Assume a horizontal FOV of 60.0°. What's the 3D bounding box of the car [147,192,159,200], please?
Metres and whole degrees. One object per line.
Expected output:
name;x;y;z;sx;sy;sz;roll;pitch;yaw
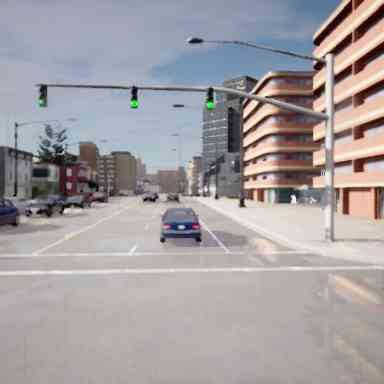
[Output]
car;-7.011;0.672;59.915;1.994;1.385;4.181;0;1;-4

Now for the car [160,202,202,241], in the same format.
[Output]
car;-0.581;1.450;16.060;2.033;1.411;5.357;0;1;-4

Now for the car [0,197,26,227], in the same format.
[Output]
car;-11.456;1.197;18.418;2.097;1.767;4.553;0;1;-4

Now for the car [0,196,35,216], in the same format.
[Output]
car;-15.636;1.187;29.140;1.812;1.442;4.674;0;1;-3

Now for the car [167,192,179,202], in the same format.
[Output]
car;-2.840;0.789;49.603;2.128;1.511;4.902;0;1;-4

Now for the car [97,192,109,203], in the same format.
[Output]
car;-13.242;0.784;47.733;1.882;1.535;5.008;0;1;-4

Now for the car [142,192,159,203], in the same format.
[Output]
car;-6.365;0.883;49.900;1.895;1.301;4.718;0;1;-4

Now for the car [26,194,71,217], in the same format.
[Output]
car;-12.029;1.192;27.483;2.128;1.511;4.902;0;1;-4

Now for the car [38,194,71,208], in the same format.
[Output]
car;-16.233;1.002;39.711;2.033;1.411;5.357;0;1;-4

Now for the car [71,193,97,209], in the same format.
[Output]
car;-12.603;1.058;37.311;2.033;1.411;5.357;0;1;-3
